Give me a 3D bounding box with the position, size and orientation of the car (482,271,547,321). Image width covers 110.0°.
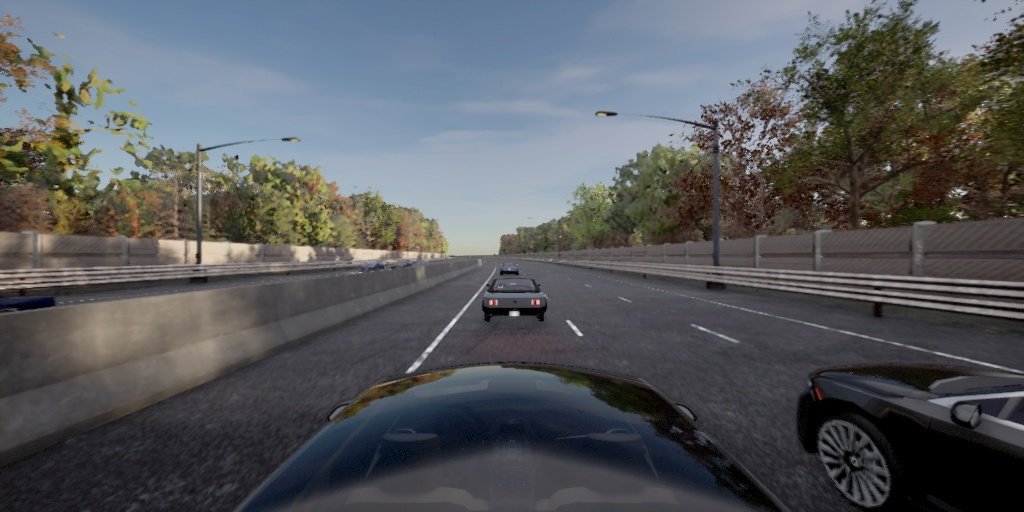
[{"bbox_3d":[0.061,1.355,12.422,1.895,1.301,4.718,0,0,0],"label":"car"}]

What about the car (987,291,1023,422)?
[{"bbox_3d":[7.093,1.226,2.144,1.882,1.535,5.008,0,0,0],"label":"car"}]

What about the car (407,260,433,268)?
[{"bbox_3d":[-11.121,1.313,45.081,2.033,1.411,5.357,0,0,-1],"label":"car"}]

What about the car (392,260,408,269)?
[{"bbox_3d":[-14.701,1.270,48.346,1.837,1.490,4.892,0,0,-1],"label":"car"}]

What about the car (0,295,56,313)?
[{"bbox_3d":[-14.117,1.357,8.076,1.895,1.301,4.718,0,0,0],"label":"car"}]

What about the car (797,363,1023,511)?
[{"bbox_3d":[3.593,1.240,1.374,2.128,1.511,4.902,0,0,0],"label":"car"}]

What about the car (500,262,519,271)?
[{"bbox_3d":[-0.303,1.328,39.121,1.994,1.385,4.181,0,0,-1],"label":"car"}]

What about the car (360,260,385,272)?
[{"bbox_3d":[-18.164,1.290,47.034,1.812,1.442,4.674,0,0,-1],"label":"car"}]
